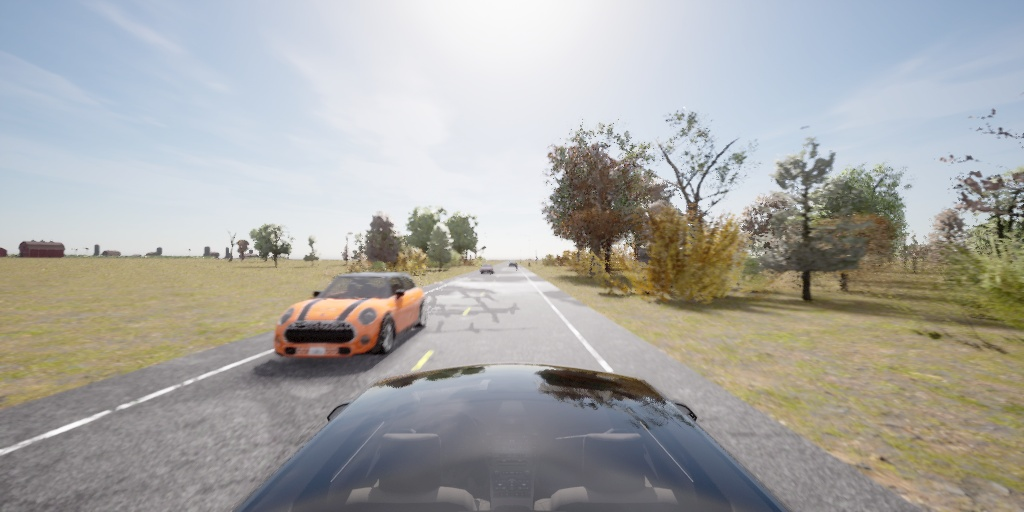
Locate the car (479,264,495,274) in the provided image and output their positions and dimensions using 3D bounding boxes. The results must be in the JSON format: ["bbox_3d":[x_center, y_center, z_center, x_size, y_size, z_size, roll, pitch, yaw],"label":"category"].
[{"bbox_3d":[-3.563,1.881,51.721,1.812,1.442,4.674,0,-1,0],"label":"car"}]

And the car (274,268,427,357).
[{"bbox_3d":[-3.601,1.190,8.872,2.097,1.767,4.553,0,-1,0],"label":"car"}]
